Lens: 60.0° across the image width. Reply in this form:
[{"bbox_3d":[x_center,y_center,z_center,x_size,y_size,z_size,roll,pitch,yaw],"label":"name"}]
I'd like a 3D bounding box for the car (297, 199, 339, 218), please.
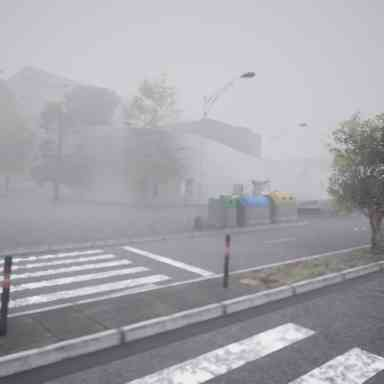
[{"bbox_3d":[10.147,1.388,28.293,4.792,1.488,2.163,0,0,31],"label":"car"}]

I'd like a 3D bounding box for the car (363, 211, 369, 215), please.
[{"bbox_3d":[14.709,1.392,32.074,4.674,1.452,2.002,0,0,30],"label":"car"}]

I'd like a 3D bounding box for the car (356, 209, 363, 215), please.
[{"bbox_3d":[12.455,1.355,30.157,4.892,1.521,2.231,0,0,31],"label":"car"}]
